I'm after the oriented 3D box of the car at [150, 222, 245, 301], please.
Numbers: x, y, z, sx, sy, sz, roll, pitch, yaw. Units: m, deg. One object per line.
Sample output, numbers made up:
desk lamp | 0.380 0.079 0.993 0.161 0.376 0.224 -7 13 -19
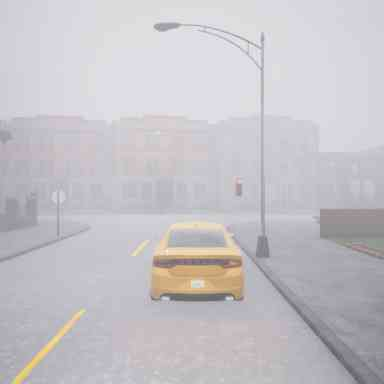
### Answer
car | 0.107 1.478 8.375 1.882 1.535 5.008 0 0 0
